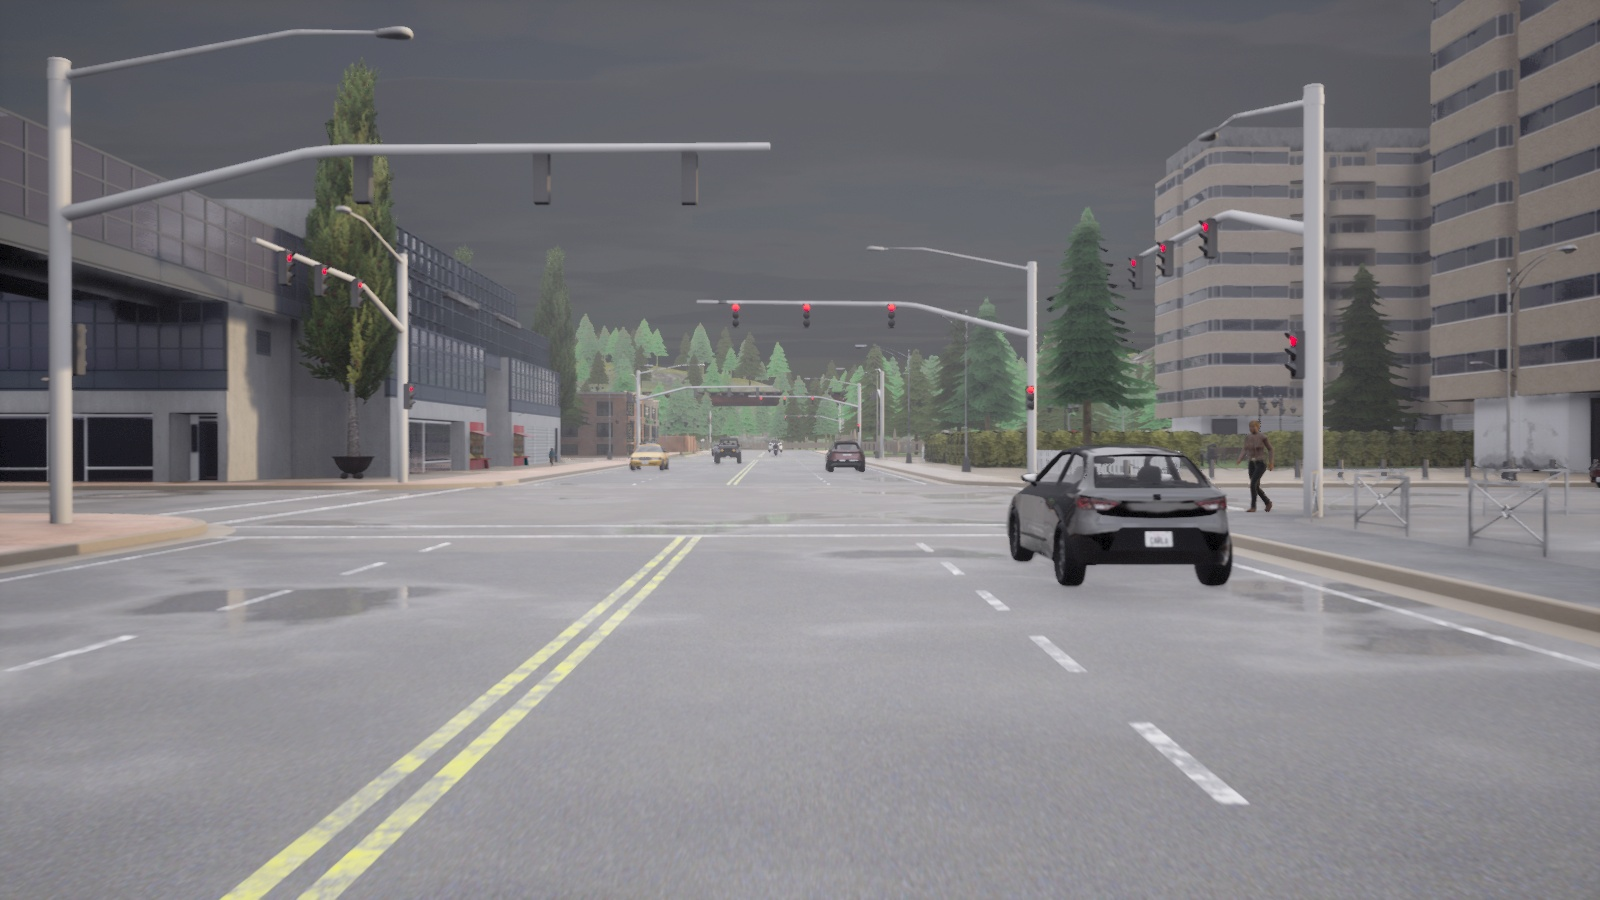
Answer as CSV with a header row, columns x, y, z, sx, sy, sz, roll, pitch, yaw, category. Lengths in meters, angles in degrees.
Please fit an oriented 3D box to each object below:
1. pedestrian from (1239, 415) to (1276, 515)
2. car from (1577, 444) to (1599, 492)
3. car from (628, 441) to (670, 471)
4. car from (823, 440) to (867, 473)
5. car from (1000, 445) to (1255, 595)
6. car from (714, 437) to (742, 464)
x,y,z,sx,sy,sz,roll,pitch,yaw,category
8.633,0.277,23.694,0.634,1.846,0.331,0,0,-34,pedestrian
27.148,0.549,38.932,4.792,1.488,2.163,0,0,-1,car
-8.231,0.291,68.849,1.801,1.575,5.366,0,0,-1,car
2.332,0.307,65.922,2.033,1.649,4.856,0,0,-1,car
3.551,0.682,14.439,1.816,1.474,4.193,0,0,0,car
-5.182,0.027,90.695,1.905,1.878,3.866,0,0,-2,car
